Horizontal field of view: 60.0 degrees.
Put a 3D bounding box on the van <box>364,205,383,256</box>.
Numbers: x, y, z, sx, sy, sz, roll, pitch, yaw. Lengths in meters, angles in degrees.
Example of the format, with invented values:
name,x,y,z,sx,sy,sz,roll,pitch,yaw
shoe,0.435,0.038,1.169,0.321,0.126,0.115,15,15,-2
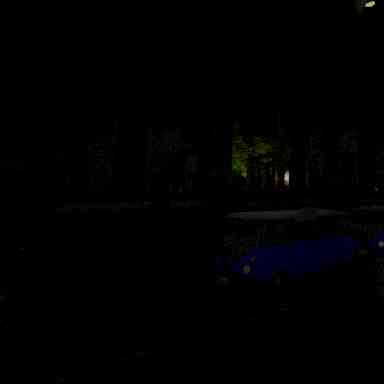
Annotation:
name,x,y,z,sx,sy,sz,roll,pitch,yaw
van,6.970,1.338,11.525,3.998,1.788,1.690,0,0,-36

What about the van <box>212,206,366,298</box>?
name,x,y,z,sx,sy,sz,roll,pitch,yaw
van,2.368,1.340,8.234,3.998,1.788,1.690,0,0,-36
